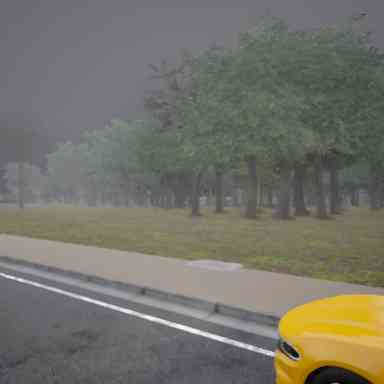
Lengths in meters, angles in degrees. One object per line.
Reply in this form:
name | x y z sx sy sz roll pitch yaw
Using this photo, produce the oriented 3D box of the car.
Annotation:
car | 3.159 1.504 2.638 5.008 1.535 1.882 -1 -1 36
